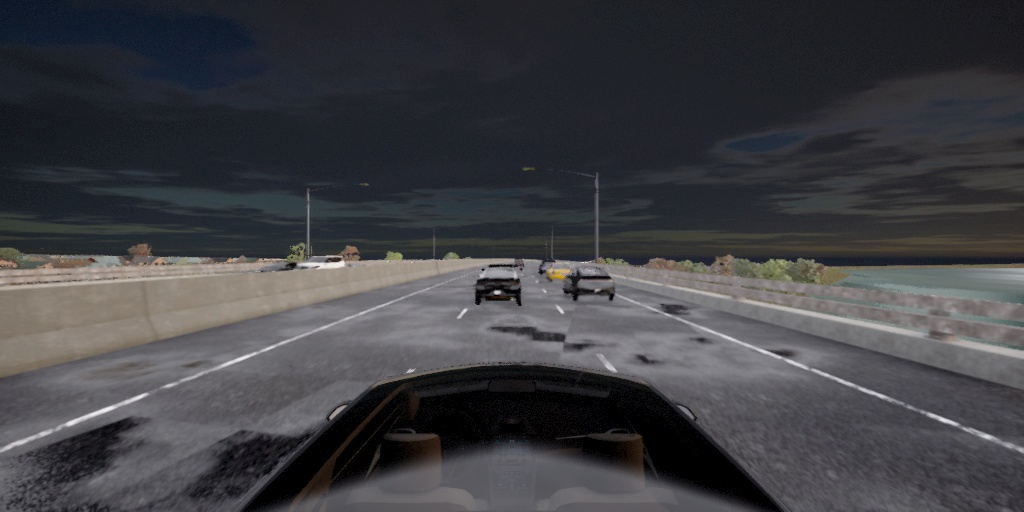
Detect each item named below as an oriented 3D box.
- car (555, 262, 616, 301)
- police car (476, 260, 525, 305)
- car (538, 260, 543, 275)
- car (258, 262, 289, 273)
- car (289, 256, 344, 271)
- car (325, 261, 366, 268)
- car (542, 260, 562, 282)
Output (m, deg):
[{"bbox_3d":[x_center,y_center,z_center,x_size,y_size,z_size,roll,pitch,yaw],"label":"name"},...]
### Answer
[{"bbox_3d":[3.570,1.239,17.333,2.128,1.511,4.902,0,0,1],"label":"car"},{"bbox_3d":[-0.459,1.169,16.258,1.930,1.638,5.238,0,0,2],"label":"police car"},{"bbox_3d":[3.912,1.205,39.176,2.033,1.649,4.856,0,0,1],"label":"car"},{"bbox_3d":[-20.794,1.255,32.597,1.837,1.490,4.892,0,0,1],"label":"car"},{"bbox_3d":[-17.295,0.975,32.722,2.150,2.045,5.566,0,0,1],"label":"car"},{"bbox_3d":[-13.830,1.350,31.146,1.895,1.301,4.718,0,0,1],"label":"car"},{"bbox_3d":[3.709,1.211,28.445,1.801,1.575,5.366,0,0,1],"label":"car"}]
